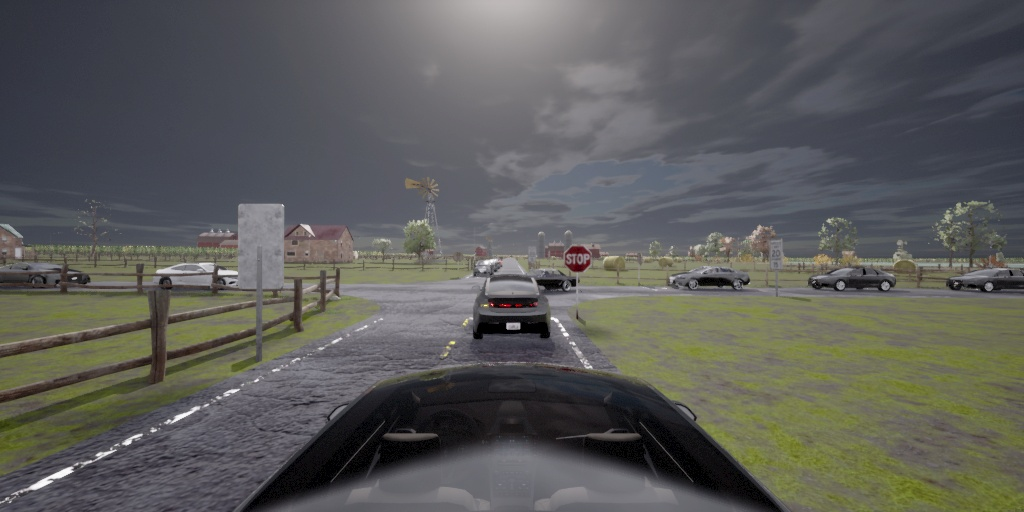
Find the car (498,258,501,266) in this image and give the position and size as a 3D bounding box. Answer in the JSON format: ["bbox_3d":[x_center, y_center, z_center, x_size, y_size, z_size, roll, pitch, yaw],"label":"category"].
[{"bbox_3d":[-2.845,1.241,46.231,2.128,1.511,4.902,0,0,0],"label":"car"}]

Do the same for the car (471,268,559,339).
[{"bbox_3d":[-0.072,1.256,10.098,1.837,1.490,4.892,0,0,-2],"label":"car"}]

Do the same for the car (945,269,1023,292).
[{"bbox_3d":[31.706,1.587,23.660,4.892,1.490,1.837,1,-1,-1],"label":"car"}]

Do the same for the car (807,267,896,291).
[{"bbox_3d":[22.203,1.499,23.540,4.892,1.490,1.837,1,-1,-1],"label":"car"}]

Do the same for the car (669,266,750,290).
[{"bbox_3d":[12.801,1.397,23.370,4.902,1.511,2.128,1,-1,-2],"label":"car"}]

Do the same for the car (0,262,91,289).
[{"bbox_3d":[-26.361,1.048,19.936,4.181,1.385,1.994,1,-1,-1],"label":"car"}]

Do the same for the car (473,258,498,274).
[{"bbox_3d":[-2.854,1.243,36.785,2.128,1.511,4.902,0,0,0],"label":"car"}]

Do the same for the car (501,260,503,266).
[{"bbox_3d":[-2.813,1.240,55.773,2.128,1.511,4.902,0,0,0],"label":"car"}]

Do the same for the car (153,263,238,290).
[{"bbox_3d":[-17.241,1.103,20.057,4.674,1.442,1.812,1,-1,-1],"label":"car"}]

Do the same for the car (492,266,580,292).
[{"bbox_3d":[1.502,1.369,20.144,4.718,1.301,1.895,1,0,-35],"label":"car"}]
